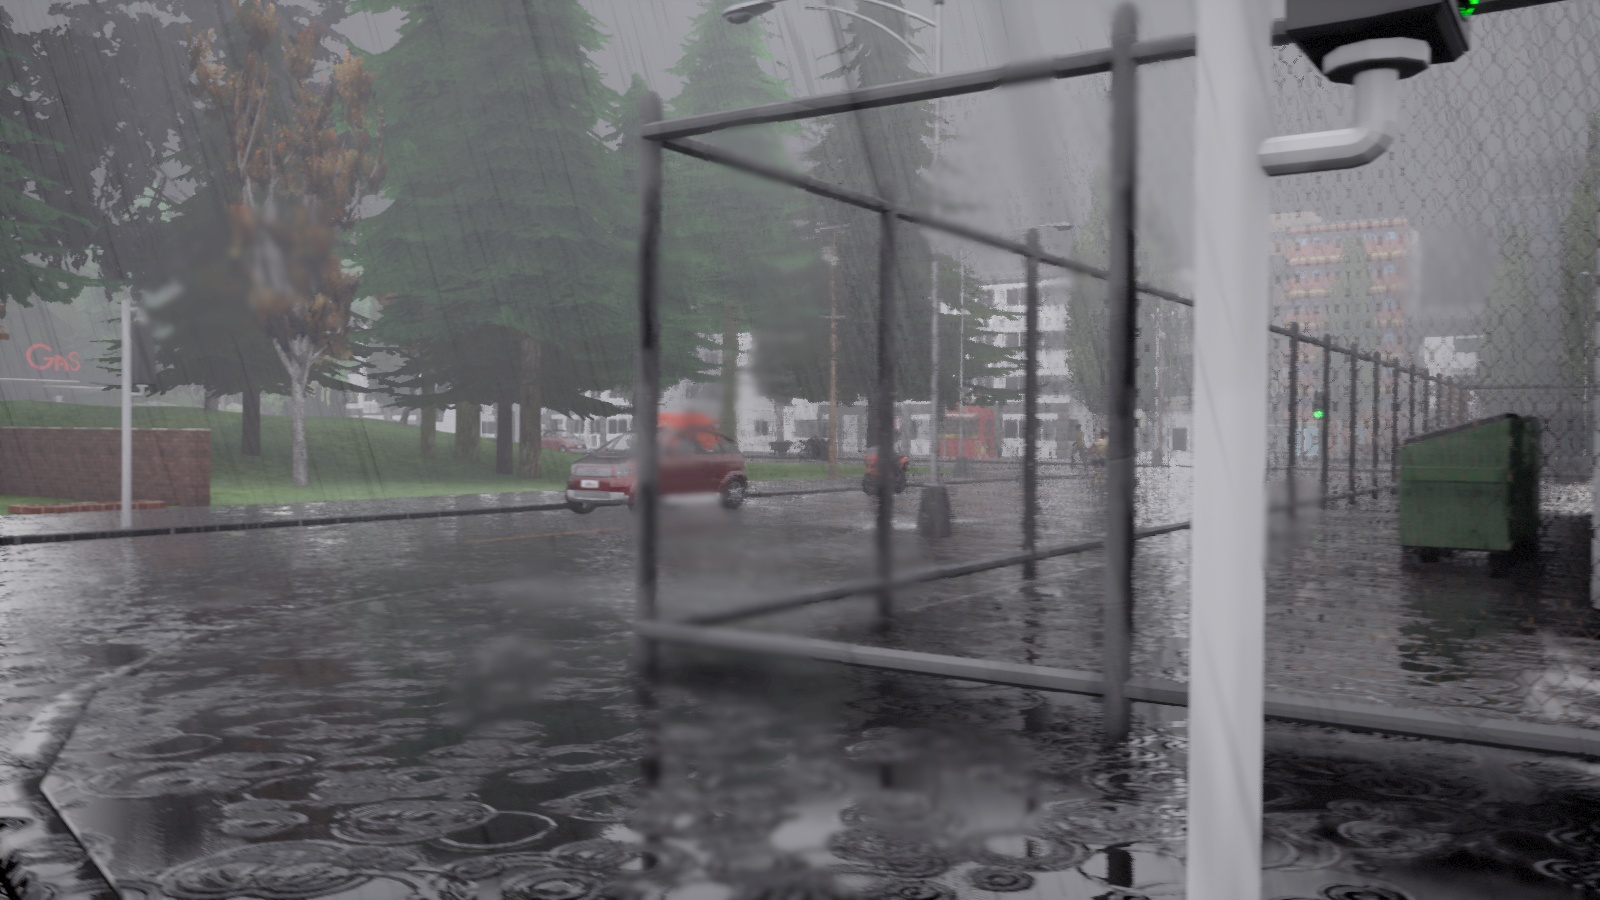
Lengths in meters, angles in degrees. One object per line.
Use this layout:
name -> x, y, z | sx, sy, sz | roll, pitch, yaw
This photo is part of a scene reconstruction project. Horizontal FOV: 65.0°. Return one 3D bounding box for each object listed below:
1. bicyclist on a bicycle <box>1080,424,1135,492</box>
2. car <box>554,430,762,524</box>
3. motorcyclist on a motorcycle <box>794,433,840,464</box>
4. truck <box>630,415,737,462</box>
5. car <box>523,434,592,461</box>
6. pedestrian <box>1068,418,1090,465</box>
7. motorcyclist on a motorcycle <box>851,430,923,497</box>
bicyclist on a bicycle -> 7.538, 0.183, 30.756 | 0.866, 1.612, 1.509 | 0, 0, 33
car -> -2.494, 0.424, 22.853 | 1.789, 1.549, 3.705 | 0, 1, 33
motorcyclist on a motorcycle -> 0.847, -0.094, 63.010 | 2.191, 1.530, 0.866 | 0, 1, 34
truck -> -6.304, -0.613, 67.716 | 5.204, 2.467, 2.627 | 0, 1, 34
car -> -14.057, -0.146, 72.855 | 3.705, 1.549, 1.789 | 0, 1, 33
pedestrian -> 10.965, -0.328, 49.310 | 0.709, 1.840, 0.431 | 0, 1, 41
motorcyclist on a motorcycle -> 2.082, 0.291, 29.762 | 0.797, 1.523, 2.044 | 0, 1, 33
